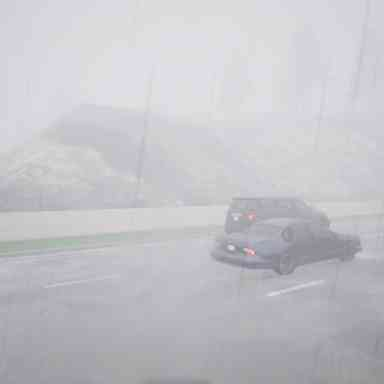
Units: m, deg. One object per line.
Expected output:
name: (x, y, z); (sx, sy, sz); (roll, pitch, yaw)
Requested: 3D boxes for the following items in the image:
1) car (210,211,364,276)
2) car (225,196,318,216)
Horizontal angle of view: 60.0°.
car: (3.097, 1.527, 10.293); (5.357, 1.411, 2.033); (0, 0, -35)
car: (3.993, 1.190, 15.204); (5.566, 2.045, 2.150); (0, 0, -36)
